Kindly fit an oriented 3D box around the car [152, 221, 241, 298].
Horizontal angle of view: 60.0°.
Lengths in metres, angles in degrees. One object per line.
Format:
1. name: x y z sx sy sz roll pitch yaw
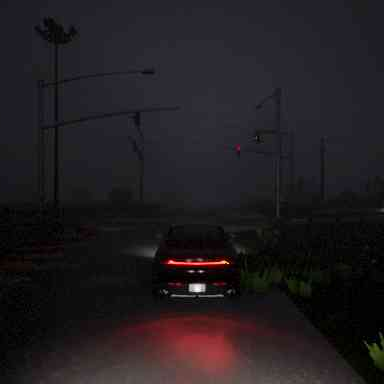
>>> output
1. car: 0.096 1.504 8.499 1.837 1.490 4.892 0 0 0
